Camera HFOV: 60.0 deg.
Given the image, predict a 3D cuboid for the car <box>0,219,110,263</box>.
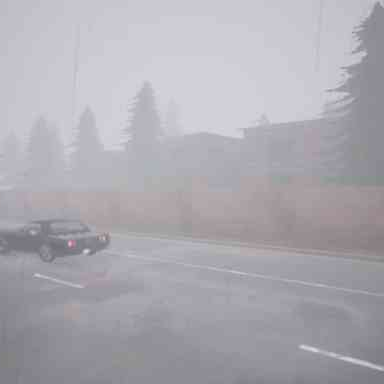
[{"bbox_3d":[-5.228,1.640,12.110,4.718,1.301,1.895,0,0,36],"label":"car"}]
